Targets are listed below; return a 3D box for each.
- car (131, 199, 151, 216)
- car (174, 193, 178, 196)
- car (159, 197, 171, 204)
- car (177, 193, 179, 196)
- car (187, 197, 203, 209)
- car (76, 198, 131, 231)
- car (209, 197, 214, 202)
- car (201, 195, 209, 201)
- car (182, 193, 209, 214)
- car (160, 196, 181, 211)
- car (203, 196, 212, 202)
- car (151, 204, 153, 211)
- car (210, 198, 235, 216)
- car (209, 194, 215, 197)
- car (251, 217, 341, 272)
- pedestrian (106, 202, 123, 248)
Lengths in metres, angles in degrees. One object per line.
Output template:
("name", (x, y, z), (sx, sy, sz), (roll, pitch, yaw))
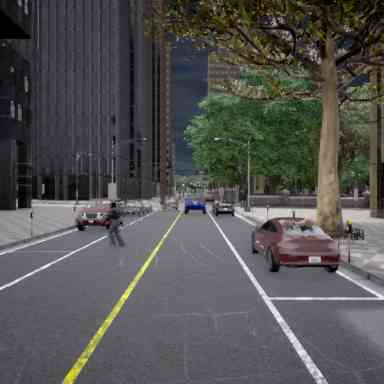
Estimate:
("car", (-5.483, 1.555, 31.961), (2.008, 1.369, 4.403), (0, 0, 1))
("car", (-5.059, 1.598, 80.507), (2.008, 1.369, 4.403), (0, 0, 1))
("car", (-5.202, 1.590, 64.137), (1.947, 1.339, 4.313), (0, 0, 1))
("car", (-5.011, 1.637, 85.964), (1.802, 1.307, 4.206), (0, 0, 1))
("car", (0.472, 1.531, 48.235), (2.128, 1.511, 4.902), (1, 0, 3))
("car", (-5.579, 1.317, 20.936), (2.192, 1.841, 5.009), (0, 0, 1))
("car", (3.090, 1.557, 37.408), (2.008, 1.369, 4.403), (0, 0, 1))
("car", (3.562, 1.503, 91.353), (1.967, 1.590, 4.097), (0, 0, 1))
("car", (0.383, 1.227, 35.418), (2.150, 2.045, 5.566), (0, 0, 2))
("car", (-2.639, 1.571, 41.301), (1.812, 1.442, 4.674), (0, 0, 1))
("car", (3.419, 1.605, 74.984), (1.947, 1.339, 4.313), (0, 0, 1))
("car", (-5.436, 1.531, 37.303), (1.752, 1.417, 4.829), (0, 0, 1))
("car", (3.042, 1.570, 31.895), (1.947, 1.339, 4.313), (0, 0, 1))
("car", (3.323, 1.340, 64.072), (2.192, 1.841, 5.009), (0, 0, 1))
("car", (3.092, 1.527, 10.624), (1.812, 1.442, 4.674), (0, 0, 1))
("pedestrian", (-3.155, 1.294, 13.516), (0.375, 1.860, 0.375), (0, 0, 1))
